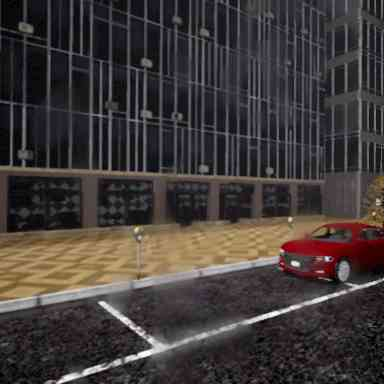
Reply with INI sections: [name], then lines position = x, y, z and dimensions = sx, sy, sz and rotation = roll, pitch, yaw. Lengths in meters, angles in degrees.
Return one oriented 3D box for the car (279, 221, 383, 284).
[car]
position = 4.458, 1.585, 9.737
dimensions = 4.507, 1.381, 1.887
rotation = 0, 0, -35
